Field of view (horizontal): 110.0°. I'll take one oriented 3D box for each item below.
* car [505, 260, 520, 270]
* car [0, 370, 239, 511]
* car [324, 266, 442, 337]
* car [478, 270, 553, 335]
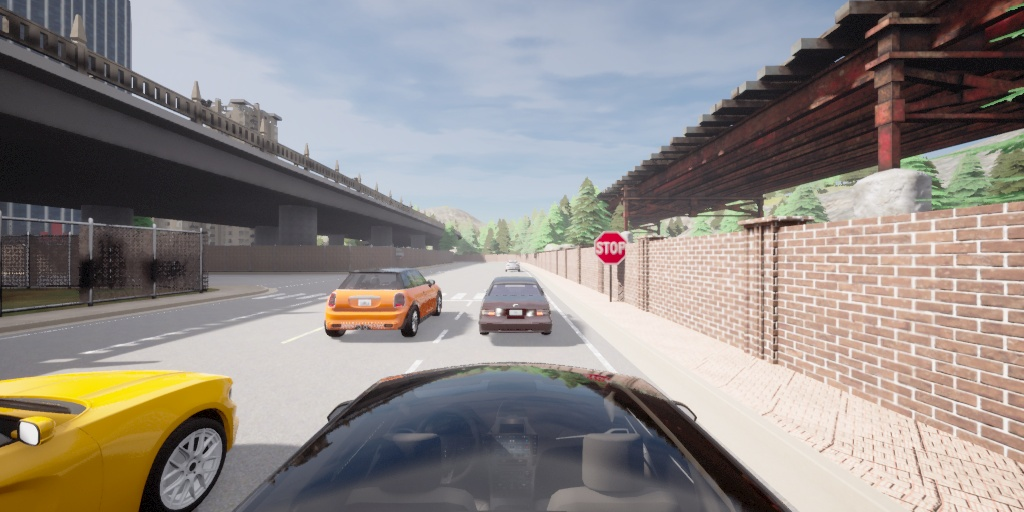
[{"bbox_3d":[0.083,1.276,46.330,1.812,1.442,4.674,0,0,-1],"label":"car"},{"bbox_3d":[-3.398,1.228,1.186,1.882,1.535,5.008,0,0,0],"label":"car"},{"bbox_3d":[-3.420,1.102,10.443,2.097,1.767,4.553,0,0,0],"label":"car"},{"bbox_3d":[0.081,1.297,10.464,2.033,1.411,5.357,0,0,0],"label":"car"}]
